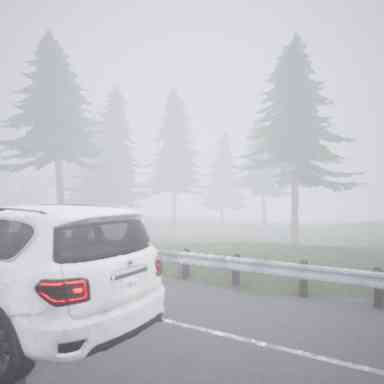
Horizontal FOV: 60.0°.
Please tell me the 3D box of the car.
[{"bbox_3d":[-3.040,1.230,5.538,5.566,2.045,2.150,0,0,32],"label":"car"}]
